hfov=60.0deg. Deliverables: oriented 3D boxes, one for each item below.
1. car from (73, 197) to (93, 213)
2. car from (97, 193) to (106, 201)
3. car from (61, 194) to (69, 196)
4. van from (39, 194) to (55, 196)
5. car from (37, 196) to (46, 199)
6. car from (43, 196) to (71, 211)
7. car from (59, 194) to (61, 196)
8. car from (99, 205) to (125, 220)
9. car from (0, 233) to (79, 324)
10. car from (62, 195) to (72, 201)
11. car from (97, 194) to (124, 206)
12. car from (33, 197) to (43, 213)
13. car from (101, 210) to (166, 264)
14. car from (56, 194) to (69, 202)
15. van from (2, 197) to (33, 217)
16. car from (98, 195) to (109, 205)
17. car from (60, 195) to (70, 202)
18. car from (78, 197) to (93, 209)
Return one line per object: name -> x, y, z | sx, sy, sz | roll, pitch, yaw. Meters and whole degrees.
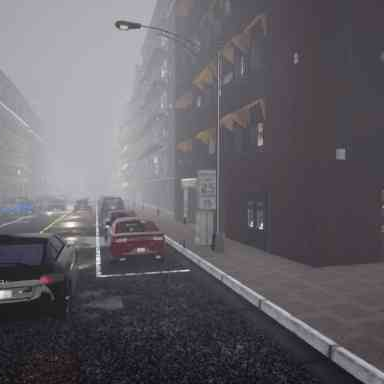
car -> -12.073, 1.515, 36.932 | 1.812, 1.442, 4.674 | 0, 0, -16
car -> -23.949, 1.311, 87.652 | 2.192, 1.841, 5.009 | -1, 0, -16
car -> -27.305, 1.537, 69.037 | 2.008, 1.369, 4.403 | -1, 0, -16
van -> -21.021, 1.326, 47.270 | 1.690, 1.788, 3.998 | -1, 0, -16
car -> -19.439, 1.567, 41.830 | 1.802, 1.307, 4.206 | -1, 0, -16
car -> -16.156, 1.534, 40.079 | 2.033, 1.411, 5.357 | 0, 0, -16
car -> -22.616, 1.300, 52.704 | 2.192, 1.841, 5.009 | -1, 0, -16
car -> -3.570, 1.562, 16.899 | 1.947, 1.339, 4.313 | -1, 0, -16
car -> -3.532, 1.561, 7.083 | 1.994, 1.385, 4.181 | 0, 0, -16
car -> -32.007, 1.555, 85.364 | 1.947, 1.339, 4.313 | -1, 0, -16
car -> -6.708, 1.308, 27.782 | 2.192, 1.841, 5.009 | -1, 0, -16
car -> -17.869, 1.567, 36.389 | 1.802, 1.307, 4.206 | -1, 0, -16
car -> -2.097, 1.542, 11.785 | 1.887, 1.381, 4.507 | -1, 0, -16
car -> -28.875, 1.302, 74.478 | 2.192, 1.841, 5.009 | -1, 0, -16
van -> -16.304, 1.327, 30.945 | 1.690, 1.788, 3.998 | -1, 0, -16
car -> -16.110, 1.432, 60.440 | 1.967, 1.590, 4.097 | -1, 0, -16
car -> -30.442, 1.428, 79.921 | 1.967, 1.590, 4.097 | -1, 0, -16
car -> -14.978, 1.467, 46.839 | 1.882, 1.535, 5.008 | 0, 0, -16
